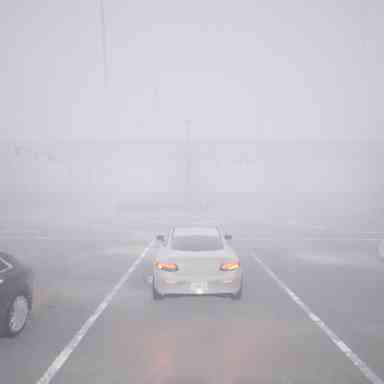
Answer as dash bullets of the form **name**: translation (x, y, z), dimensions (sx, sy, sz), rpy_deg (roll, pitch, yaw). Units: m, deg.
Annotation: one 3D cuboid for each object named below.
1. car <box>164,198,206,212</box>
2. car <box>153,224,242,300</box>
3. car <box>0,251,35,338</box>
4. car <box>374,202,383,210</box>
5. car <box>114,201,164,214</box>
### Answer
- **car**: translation (-0.924, 1.473, 38.567), dimensions (5.008, 1.535, 1.882), rpy_deg (0, 0, 2)
- **car**: translation (0.071, 1.527, 8.277), dimensions (1.812, 1.442, 4.674), rpy_deg (0, 0, -1)
- **car**: translation (-3.597, 1.505, 3.791), dimensions (1.837, 1.490, 4.892), rpy_deg (0, 0, 0)
- **car**: translation (23.290, 1.397, 37.918), dimensions (4.674, 1.442, 1.812), rpy_deg (-1, 0, 2)
- **car**: translation (-5.732, 1.600, 35.195), dimensions (4.718, 1.301, 1.895), rpy_deg (0, 0, 2)
